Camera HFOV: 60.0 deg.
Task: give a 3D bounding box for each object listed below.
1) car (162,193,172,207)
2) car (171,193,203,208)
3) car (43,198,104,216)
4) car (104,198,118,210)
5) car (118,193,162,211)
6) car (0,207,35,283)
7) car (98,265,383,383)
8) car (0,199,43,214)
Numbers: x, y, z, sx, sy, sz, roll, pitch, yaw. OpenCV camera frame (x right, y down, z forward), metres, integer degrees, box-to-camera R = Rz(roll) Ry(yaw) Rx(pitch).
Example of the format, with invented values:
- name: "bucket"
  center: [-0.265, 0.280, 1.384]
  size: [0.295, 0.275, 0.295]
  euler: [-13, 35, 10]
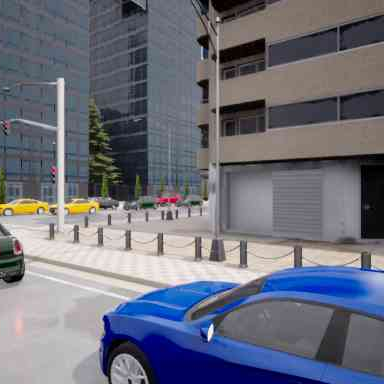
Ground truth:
- name: "car"
  center: [-3.976, 1.167, 49.096]
  size: [2.150, 2.045, 5.566]
  euler: [0, 0, 36]
- name: "car"
  center: [-0.355, 1.297, 48.124]
  size: [2.097, 1.767, 4.553]
  euler: [0, 0, 36]
- name: "car"
  center: [-11.533, 1.422, 32.696]
  size: [1.882, 1.535, 5.008]
  euler: [0, 0, 36]
- name: "car"
  center: [-10.875, 1.436, 39.576]
  size: [2.128, 1.511, 4.902]
  euler: [0, 0, 36]
- name: "car"
  center: [-6.163, 1.297, 40.115]
  size: [2.097, 1.767, 4.553]
  euler: [0, 0, 36]
- name: "car"
  center: [-6.279, 1.352, 8.464]
  size: [4.553, 1.767, 2.097]
  euler: [0, 0, 36]
- name: "car"
  center: [1.217, 1.478, 3.124]
  size: [5.008, 1.535, 1.882]
  euler: [0, 0, 36]
- name: "car"
  center: [-16.389, 1.422, 31.967]
  size: [1.882, 1.535, 5.008]
  euler: [0, 0, 36]
